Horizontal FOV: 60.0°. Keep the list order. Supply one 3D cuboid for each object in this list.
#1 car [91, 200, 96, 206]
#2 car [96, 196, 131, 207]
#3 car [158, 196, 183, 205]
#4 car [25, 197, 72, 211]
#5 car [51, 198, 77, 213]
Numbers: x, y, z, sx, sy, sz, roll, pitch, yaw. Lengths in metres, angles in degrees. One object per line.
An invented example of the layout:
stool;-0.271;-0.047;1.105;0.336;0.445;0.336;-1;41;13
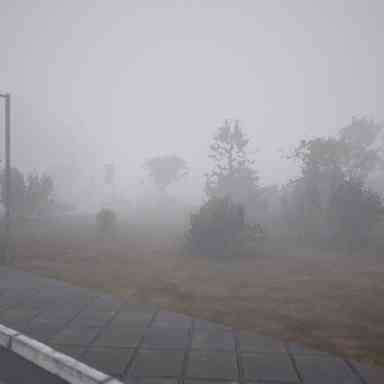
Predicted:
car;-13.413;1.397;52.063;1.882;1.535;5.008;0;1;39
car;-11.215;1.529;49.217;1.895;1.301;4.718;0;1;39
car;-3.357;1.321;53.114;2.128;1.511;4.902;0;1;38
car;-17.685;1.484;41.197;2.128;1.511;4.902;0;0;39
car;-14.240;1.490;33.998;2.128;1.511;4.902;0;0;39
